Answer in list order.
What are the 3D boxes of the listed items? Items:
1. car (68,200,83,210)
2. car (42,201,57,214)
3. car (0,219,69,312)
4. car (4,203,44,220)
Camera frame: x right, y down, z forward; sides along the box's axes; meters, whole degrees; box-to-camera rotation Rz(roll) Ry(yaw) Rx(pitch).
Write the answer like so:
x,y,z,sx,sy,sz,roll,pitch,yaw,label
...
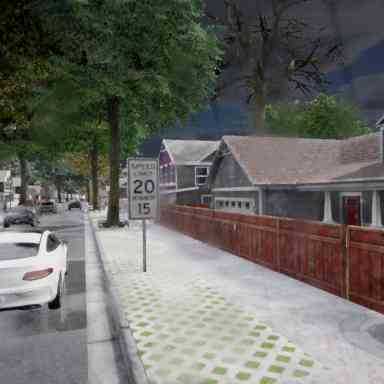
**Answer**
x,y,z,sx,sy,sz,roll,pitch,yaw,label
-17.610,1.955,50.077,1.837,1.490,4.892,-1,-1,-18,car
-17.224,1.888,39.686,1.837,1.490,4.892,-1,-1,-18,car
-3.840,1.576,7.481,1.812,1.442,4.674,-1,0,-18,car
-12.304,1.738,24.291,1.837,1.490,4.892,-1,-1,-18,car
